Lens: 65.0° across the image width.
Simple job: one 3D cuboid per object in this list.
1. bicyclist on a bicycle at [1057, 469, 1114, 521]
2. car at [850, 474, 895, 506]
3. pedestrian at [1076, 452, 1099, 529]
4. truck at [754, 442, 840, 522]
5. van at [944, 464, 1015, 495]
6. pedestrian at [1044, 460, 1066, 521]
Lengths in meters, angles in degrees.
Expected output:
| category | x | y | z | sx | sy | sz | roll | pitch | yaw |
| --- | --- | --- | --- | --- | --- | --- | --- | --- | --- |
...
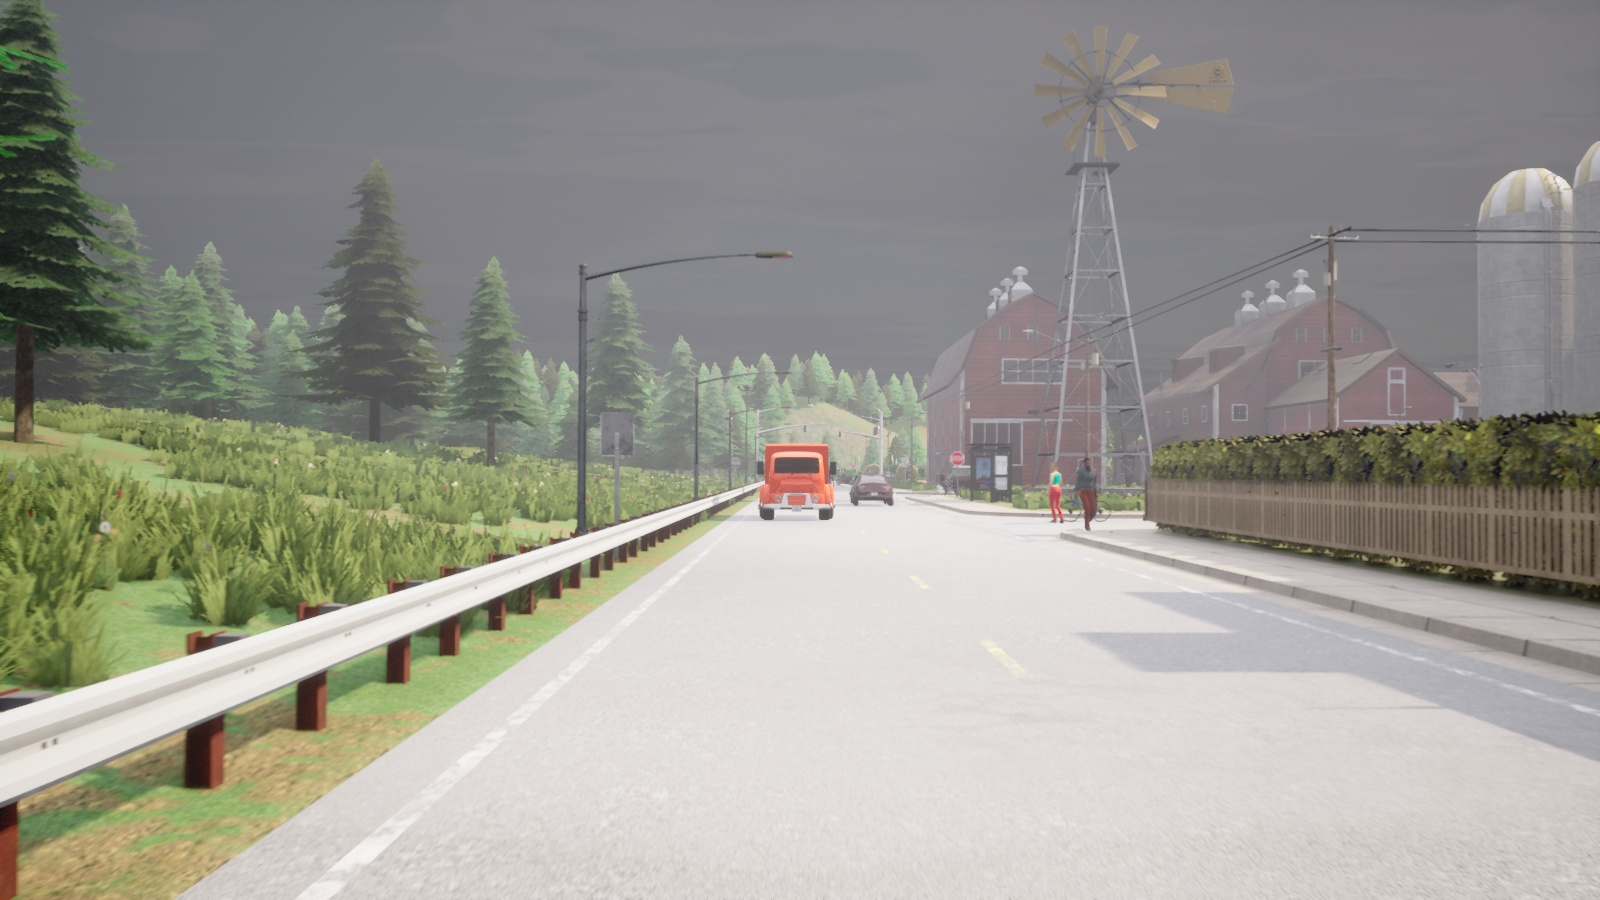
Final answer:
| category | x | y | z | sx | sy | sz | roll | pitch | yaw |
| --- | --- | --- | --- | --- | --- | --- | --- | --- | --- |
| bicyclist on a bicycle | 9.070 | 1.412 | 39.916 | 1.656 | 1.620 | 0.582 | 0 | -1 | -4 |
| car | 3.356 | 1.834 | 59.085 | 1.812 | 1.442 | 4.674 | 0 | -1 | 0 |
| pedestrian | 7.029 | 0.985 | 30.712 | 0.353 | 1.847 | 0.614 | 0 | -1 | -4 |
| truck | -0.103 | 1.032 | 41.446 | 2.627 | 2.467 | 5.204 | 0 | -1 | 0 |
| van | 11.828 | 1.933 | 82.885 | 4.442 | 1.987 | 1.775 | 0 | -1 | 1 |
| pedestrian | 7.698 | 1.216 | 37.914 | 0.345 | 1.836 | 0.594 | 0 | -1 | -32 |
